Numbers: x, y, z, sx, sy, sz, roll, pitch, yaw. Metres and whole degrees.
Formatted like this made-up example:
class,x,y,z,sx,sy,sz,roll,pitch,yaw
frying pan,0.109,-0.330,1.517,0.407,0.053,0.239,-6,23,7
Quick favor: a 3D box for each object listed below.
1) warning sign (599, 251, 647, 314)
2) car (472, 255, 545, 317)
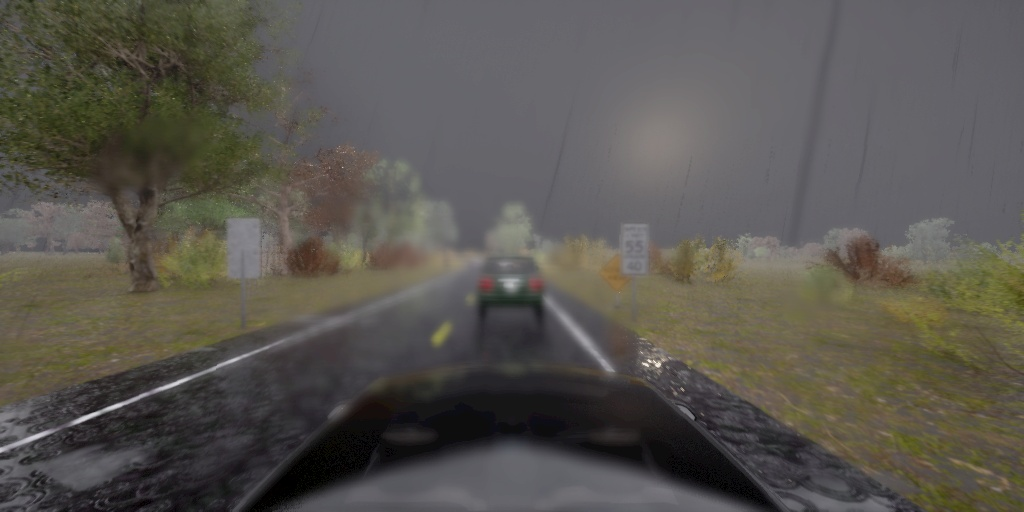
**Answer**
class,x,y,z,sx,sy,sz,roll,pitch,yaw
warning sign,3.484,0.862,11.726,1.300,1.860,1.060,0,0,-1
car,-0.034,0.971,13.303,2.150,2.045,5.566,0,0,0
